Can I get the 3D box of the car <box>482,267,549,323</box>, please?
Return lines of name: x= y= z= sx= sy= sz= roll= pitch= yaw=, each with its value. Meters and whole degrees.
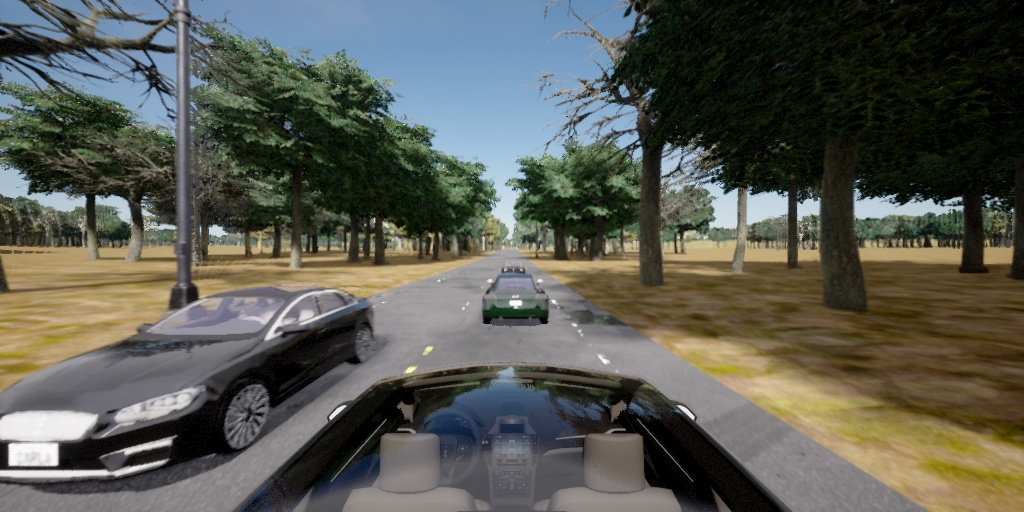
car: x=0.105 y=1.243 z=11.856 sx=1.994 sy=1.385 sz=4.181 roll=0 pitch=1 yaw=0

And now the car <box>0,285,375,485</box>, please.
car: x=-3.598 y=1.219 z=5.148 sx=2.128 sy=1.511 sz=4.902 roll=0 pitch=0 yaw=0

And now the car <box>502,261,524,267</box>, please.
car: x=0.113 y=1.068 z=29.763 sx=1.895 sy=1.301 sz=4.718 roll=0 pitch=1 yaw=0
